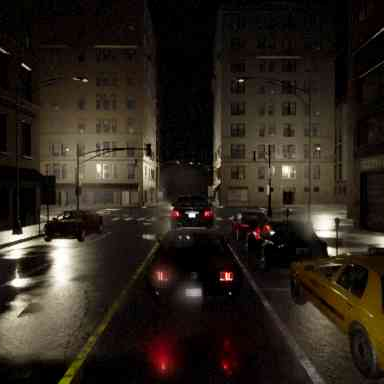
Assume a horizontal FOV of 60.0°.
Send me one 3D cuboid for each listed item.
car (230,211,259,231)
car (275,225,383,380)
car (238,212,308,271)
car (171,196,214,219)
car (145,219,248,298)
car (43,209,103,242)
[{"bbox_3d":[2.872,1.574,16.287,1.802,1.307,4.206,-1,0,0],"label":"car"},{"bbox_3d":[2.864,1.523,5.285,1.752,1.417,4.829,-1,0,0],"label":"car"},{"bbox_3d":[2.868,1.561,10.701,1.947,1.339,4.313,-1,0,0],"label":"car"},{"bbox_3d":[0.003,1.213,18.448,2.150,2.045,5.566,0,0,0],"label":"car"},{"bbox_3d":[0.047,1.597,8.456,1.895,1.301,4.718,0,0,0],"label":"car"},{"bbox_3d":[-5.674,1.537,16.290,1.887,1.381,4.507,-1,0,0],"label":"car"}]
